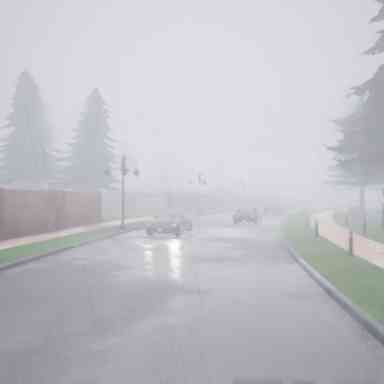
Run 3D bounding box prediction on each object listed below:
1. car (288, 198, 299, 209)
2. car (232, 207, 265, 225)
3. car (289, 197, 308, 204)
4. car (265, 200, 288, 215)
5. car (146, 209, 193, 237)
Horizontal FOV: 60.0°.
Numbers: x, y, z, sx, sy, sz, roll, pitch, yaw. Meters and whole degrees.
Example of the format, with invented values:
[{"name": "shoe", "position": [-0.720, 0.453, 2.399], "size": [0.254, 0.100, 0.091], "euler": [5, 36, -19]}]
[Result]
[{"name": "car", "position": [16.379, 2.189, 58.088], "size": [2.128, 1.511, 4.902], "euler": [0, -1, 37]}, {"name": "car", "position": [4.601, 1.923, 27.090], "size": [1.895, 1.301, 4.718], "euler": [0, -1, 17]}, {"name": "car", "position": [25.802, 2.170, 82.590], "size": [3.866, 1.878, 1.905], "euler": [-1, -1, 42]}, {"name": "car", "position": [10.165, 1.997, 40.913], "size": [1.837, 1.490, 4.892], "euler": [0, 0, 26]}, {"name": "car", "position": [-1.181, 1.754, 19.763], "size": [1.812, 1.442, 4.674], "euler": [0, -1, 13]}]
